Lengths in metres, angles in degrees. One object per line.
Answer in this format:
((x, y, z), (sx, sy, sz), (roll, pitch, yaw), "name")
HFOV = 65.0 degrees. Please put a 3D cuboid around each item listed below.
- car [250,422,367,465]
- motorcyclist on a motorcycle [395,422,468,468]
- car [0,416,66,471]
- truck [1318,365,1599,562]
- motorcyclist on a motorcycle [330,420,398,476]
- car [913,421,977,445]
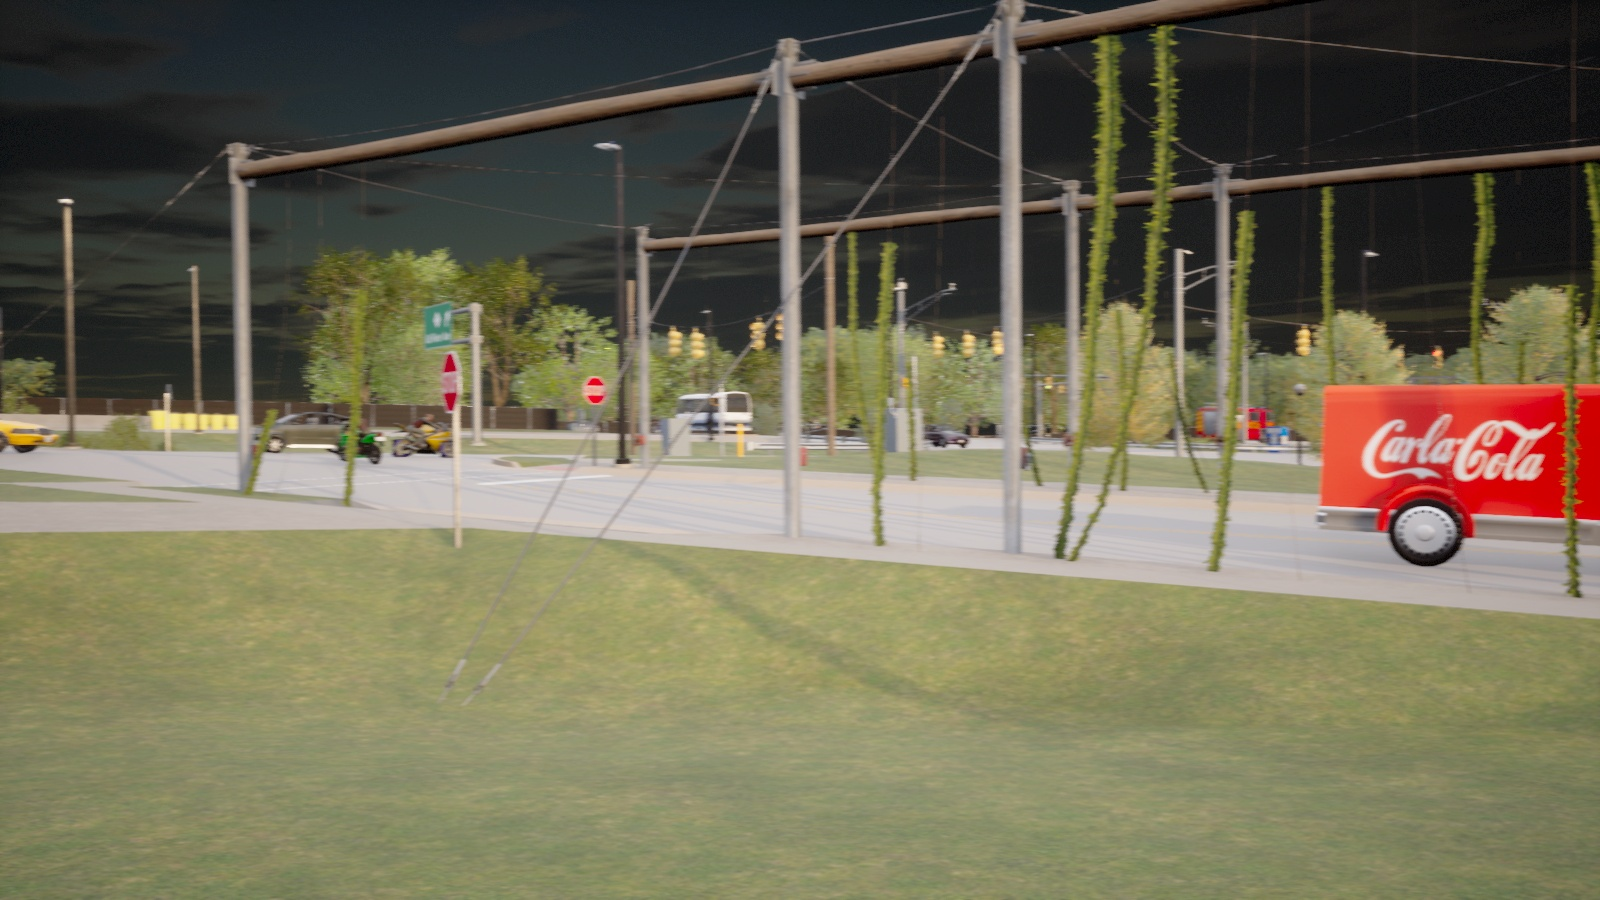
((-18.249, -0.246, 46.692), (3.705, 1.549, 1.789), (0, 1, -37), "car")
((-12.445, -0.181, 42.402), (2.191, 1.530, 0.866), (-1, 0, -32), "motorcyclist on a motorcycle")
((-24.840, -0.213, 36.920), (5.366, 1.575, 1.801), (0, 0, -4), "car")
((10.082, 0.121, 17.199), (5.204, 2.467, 2.627), (1, 2, 30), "truck")
((-12.738, -0.080, 36.693), (2.044, 1.523, 0.797), (3, 4, 34), "motorcyclist on a motorcycle")
((9.012, -1.051, 78.434), (1.816, 1.474, 4.193), (-1, 1, -31), "car")
